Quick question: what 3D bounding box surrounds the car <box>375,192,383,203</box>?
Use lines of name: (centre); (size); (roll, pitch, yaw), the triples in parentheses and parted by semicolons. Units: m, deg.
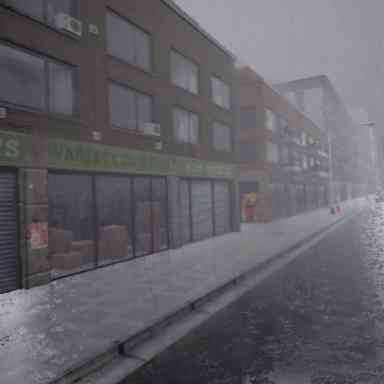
car: (32.372, 0.848, 56.431); (2.097, 1.767, 4.553); (-2, -1, 31)
